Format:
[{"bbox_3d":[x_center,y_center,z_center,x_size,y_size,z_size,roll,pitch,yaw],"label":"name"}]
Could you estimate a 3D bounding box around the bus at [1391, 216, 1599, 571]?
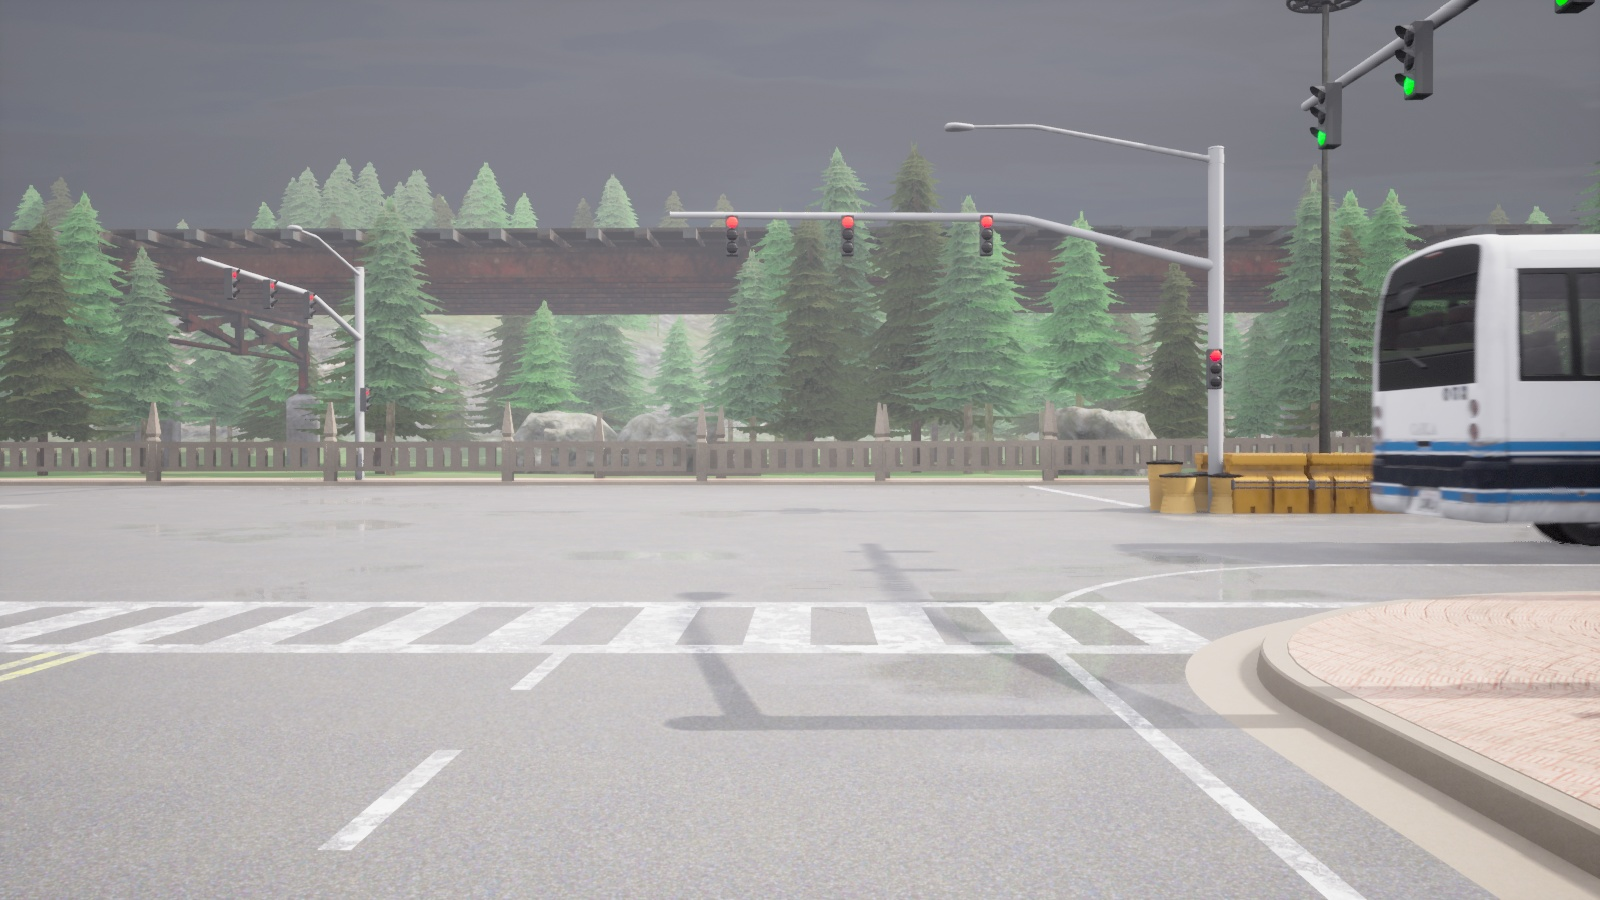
[{"bbox_3d":[14.059,-0.714,16.959,10.273,4.253,3.944,0,0,1],"label":"bus"}]
